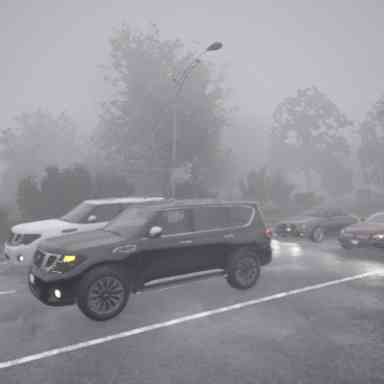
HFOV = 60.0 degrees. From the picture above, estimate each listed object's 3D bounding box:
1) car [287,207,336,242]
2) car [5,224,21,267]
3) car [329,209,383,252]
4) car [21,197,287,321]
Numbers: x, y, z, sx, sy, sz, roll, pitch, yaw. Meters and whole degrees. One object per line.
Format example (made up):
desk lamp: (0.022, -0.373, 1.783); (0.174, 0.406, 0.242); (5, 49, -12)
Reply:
car: (5.968, 1.424, 15.566); (4.181, 1.385, 1.994); (-1, 1, -30)
car: (-2.665, 1.201, 10.427); (5.566, 2.045, 2.150); (0, 0, -34)
car: (7.602, 1.388, 12.471); (4.674, 1.442, 1.812); (-1, 1, -28)
car: (-0.608, 1.206, 7.589); (5.566, 2.045, 2.150); (0, 0, -34)
